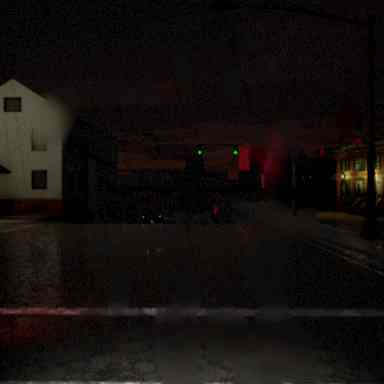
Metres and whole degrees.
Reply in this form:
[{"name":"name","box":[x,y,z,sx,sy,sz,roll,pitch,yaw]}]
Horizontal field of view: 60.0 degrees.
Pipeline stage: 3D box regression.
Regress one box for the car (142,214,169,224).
[{"name":"car","box":[-3.458,2.676,30.690,1.895,1.301,4.718,-1,-13,0]}]
